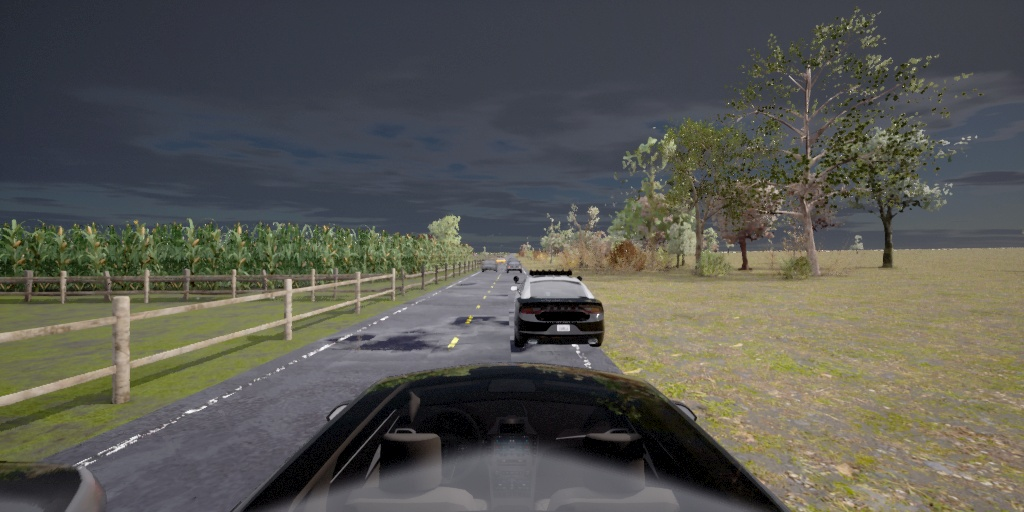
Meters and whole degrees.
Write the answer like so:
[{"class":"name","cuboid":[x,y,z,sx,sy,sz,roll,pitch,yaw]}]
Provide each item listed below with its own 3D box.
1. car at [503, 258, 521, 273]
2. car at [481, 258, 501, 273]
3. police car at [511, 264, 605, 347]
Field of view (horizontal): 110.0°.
[{"class":"car","cuboid":[0.274,1.285,43.032,2.033,1.411,5.357,0,0,0]},{"class":"car","cuboid":[-2.670,1.242,43.238,1.837,1.490,4.892,0,0,0]},{"class":"police car","cuboid":[0.997,1.177,9.453,1.930,1.638,5.238,0,0,0]}]
